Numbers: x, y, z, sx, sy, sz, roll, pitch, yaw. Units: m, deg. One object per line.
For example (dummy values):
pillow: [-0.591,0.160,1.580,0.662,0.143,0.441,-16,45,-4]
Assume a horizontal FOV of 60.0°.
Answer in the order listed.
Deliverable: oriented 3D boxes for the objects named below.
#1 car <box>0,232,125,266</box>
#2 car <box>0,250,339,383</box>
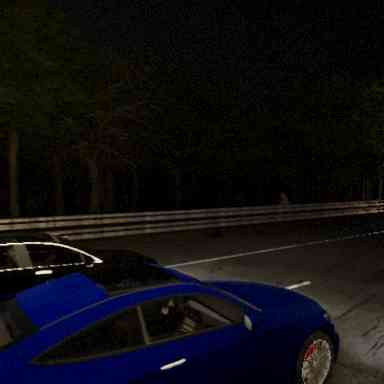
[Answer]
car: [-2.896,1.496,5.979,4.892,1.490,1.837,-1,0,-35]
car: [-0.424,1.512,3.444,4.674,1.442,1.812,-1,0,-35]
